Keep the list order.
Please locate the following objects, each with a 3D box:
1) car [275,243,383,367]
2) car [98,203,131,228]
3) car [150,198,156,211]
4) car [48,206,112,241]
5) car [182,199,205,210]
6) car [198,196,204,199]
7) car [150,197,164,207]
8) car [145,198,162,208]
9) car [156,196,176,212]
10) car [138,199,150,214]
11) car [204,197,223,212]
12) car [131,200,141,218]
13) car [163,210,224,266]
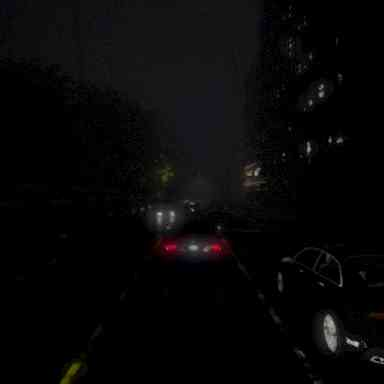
[{"bbox_3d":[2.691,1.559,5.784,2.008,1.369,4.403,0,0,0],"label":"car"},{"bbox_3d":[-5.691,1.473,22.396,1.967,1.590,4.097,0,0,0],"label":"car"},{"bbox_3d":[-5.695,1.502,39.013,1.967,1.590,4.097,0,0,0],"label":"car"},{"bbox_3d":[-5.691,1.590,16.858,1.947,1.339,4.313,0,0,0],"label":"car"},{"bbox_3d":[0.081,1.613,31.920,1.994,1.385,4.181,0,0,0],"label":"car"},{"bbox_3d":[2.674,1.755,93.548,1.947,1.339,4.313,0,0,0],"label":"car"},{"bbox_3d":[-5.827,1.640,55.628,1.887,1.381,4.507,0,0,0],"label":"car"},{"bbox_3d":[-5.775,1.634,50.088,2.008,1.369,4.403,0,0,0],"label":"car"},{"bbox_3d":[-3.103,1.591,40.758,1.812,1.442,4.674,0,0,0],"label":"car"},{"bbox_3d":[-5.694,1.577,33.303,1.752,1.417,4.829,0,0,0],"label":"car"},{"bbox_3d":[2.685,1.613,39.016,2.008,1.369,4.403,0,0,0],"label":"car"},{"bbox_3d":[-5.693,1.624,27.935,1.802,1.307,4.206,0,0,0],"label":"car"},{"bbox_3d":[0.062,1.564,11.511,2.033,1.411,5.357,0,0,0],"label":"car"}]
